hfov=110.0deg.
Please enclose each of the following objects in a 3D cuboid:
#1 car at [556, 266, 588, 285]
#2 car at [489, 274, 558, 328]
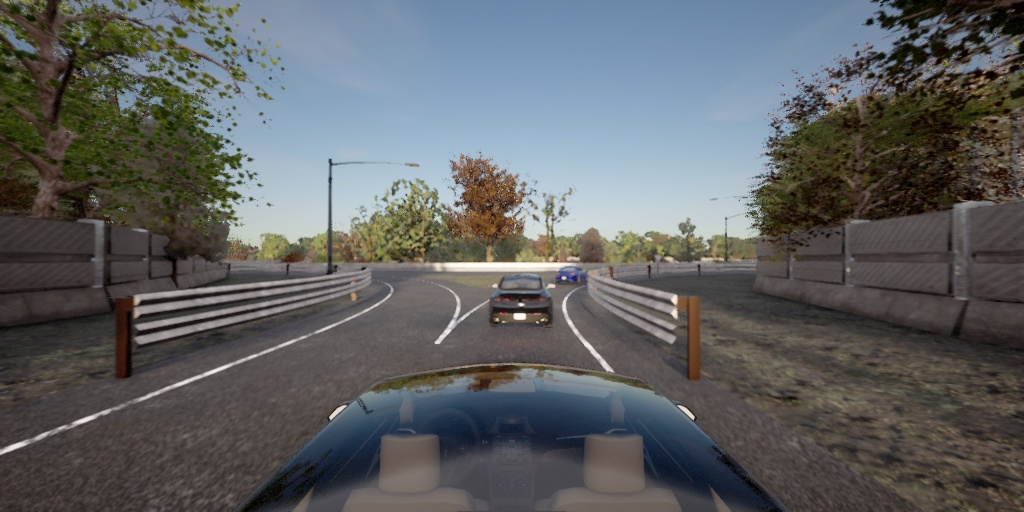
[{"bbox_3d":[4.929,1.504,29.080,1.812,1.442,4.674,0,-1,26],"label":"car"},{"bbox_3d":[0.365,1.341,11.817,1.837,1.490,4.892,0,0,4],"label":"car"}]
